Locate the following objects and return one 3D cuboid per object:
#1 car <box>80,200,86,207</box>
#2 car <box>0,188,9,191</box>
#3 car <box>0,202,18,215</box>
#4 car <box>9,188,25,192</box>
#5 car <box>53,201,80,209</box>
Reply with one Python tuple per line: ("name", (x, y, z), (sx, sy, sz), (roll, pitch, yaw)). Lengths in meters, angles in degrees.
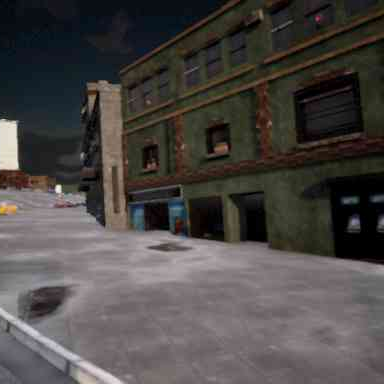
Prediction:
("car", (-22.953, 2.507, 69.271), (1.882, 1.535, 5.008), (-5, -2, 19))
("car", (-45.591, -0.586, 76.807), (2.163, 1.488, 4.792), (-4, -3, 13))
("car", (-22.316, 1.972, 39.390), (1.882, 1.535, 5.008), (-3, 0, -7))
("car", (-44.458, -0.338, 82.203), (2.002, 1.452, 4.674), (-4, -3, 12))
("car", (-22.477, 2.293, 58.663), (1.812, 1.442, 4.674), (-5, -1, 17))
